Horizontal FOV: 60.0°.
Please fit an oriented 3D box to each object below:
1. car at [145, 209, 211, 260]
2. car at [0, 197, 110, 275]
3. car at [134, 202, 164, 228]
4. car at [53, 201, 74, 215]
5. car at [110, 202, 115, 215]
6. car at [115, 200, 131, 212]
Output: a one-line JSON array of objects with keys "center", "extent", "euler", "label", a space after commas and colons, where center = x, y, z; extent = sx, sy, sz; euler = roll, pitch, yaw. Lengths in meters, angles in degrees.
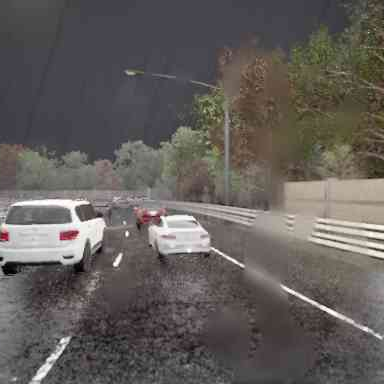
[{"center": [-0.590, 1.593, 12.709], "extent": [1.812, 1.442, 4.674], "euler": [0, 0, -12], "label": "car"}, {"center": [-4.246, 1.280, 10.926], "extent": [2.150, 2.045, 5.566], "euler": [0, 0, -7], "label": "car"}, {"center": [-3.006, 1.478, 23.659], "extent": [2.097, 1.767, 4.553], "euler": [0, 0, -12], "label": "car"}, {"center": [-14.955, 1.756, 38.643], "extent": [2.033, 1.411, 5.357], "euler": [0, 0, -22], "label": "car"}, {"center": [-8.802, 1.661, 31.640], "extent": [2.128, 1.511, 4.902], "euler": [0, 0, -18], "label": "car"}, {"center": [-9.013, 1.717, 42.147], "extent": [2.128, 1.511, 4.902], "euler": [0, 0, -22], "label": "car"}]
